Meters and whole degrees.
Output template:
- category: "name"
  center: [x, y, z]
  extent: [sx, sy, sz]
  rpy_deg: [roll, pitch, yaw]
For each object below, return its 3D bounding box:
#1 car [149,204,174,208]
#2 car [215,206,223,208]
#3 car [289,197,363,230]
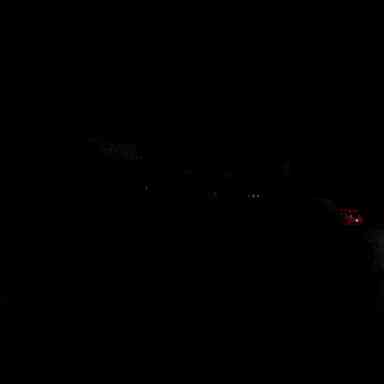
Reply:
- category: "car"
  center: [-3.623, 1.737, 38.556]
  extent: [2.097, 1.767, 4.553]
  rpy_deg: [3, -2, -37]
- category: "car"
  center: [2.333, 1.826, 30.434]
  extent: [2.033, 1.411, 5.357]
  rpy_deg: [2, -2, -36]
- category: "car"
  center: [8.240, 1.375, 22.066]
  extent: [2.150, 2.045, 5.566]
  rpy_deg: [2, -2, -35]
